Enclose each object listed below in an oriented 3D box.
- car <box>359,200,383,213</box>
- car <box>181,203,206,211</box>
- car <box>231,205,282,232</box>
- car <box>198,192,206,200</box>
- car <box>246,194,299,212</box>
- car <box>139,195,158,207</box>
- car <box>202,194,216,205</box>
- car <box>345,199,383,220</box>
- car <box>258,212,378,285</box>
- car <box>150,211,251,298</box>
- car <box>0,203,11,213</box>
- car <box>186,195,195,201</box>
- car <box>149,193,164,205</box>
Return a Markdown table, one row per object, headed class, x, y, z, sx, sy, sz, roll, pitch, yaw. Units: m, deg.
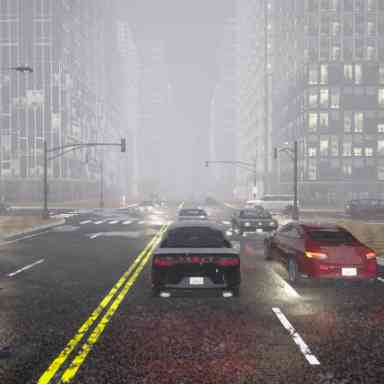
| class | x | y | z | sx | sy | sz | roll | pitch | yaw |
| --- | --- | --- | --- | --- | --- | --- | --- | --- | --- |
| car | 21.690 | 1.643 | 37.497 | 4.829 | 1.417 | 1.752 | 1 | 0 | 1 |
| car | 0.040 | 1.538 | 18.388 | 2.033 | 1.411 | 5.357 | 0 | 0 | 0 |
| car | 3.291 | 1.591 | 18.451 | 1.895 | 1.301 | 4.718 | 0 | 0 | 0 |
| car | 2.962 | 1.135 | 90.389 | 2.150 | 2.045 | 5.566 | 0 | 0 | 0 |
| car | 8.323 | 1.270 | 34.753 | 5.566 | 2.045 | 2.150 | 1 | 1 | -5 |
| car | -6.753 | 1.528 | 50.662 | 1.994 | 1.385 | 4.181 | 0 | 0 | 0 |
| car | 3.153 | 1.480 | 58.685 | 1.812 | 1.442 | 4.674 | 0 | 0 | 0 |
| car | 16.108 | 1.519 | 29.193 | 5.009 | 1.841 | 2.192 | 1 | 0 | 1 |
| car | 3.321 | 1.521 | 9.332 | 1.812 | 1.442 | 4.674 | 0 | 0 | 0 |
| car | 0.069 | 1.474 | 8.567 | 1.882 | 1.535 | 5.008 | 0 | 0 | 0 |
| car | -20.084 | 1.364 | 32.263 | 4.674 | 1.442 | 1.812 | 1 | 1 | 1 |
| car | -0.259 | 1.425 | 80.972 | 1.837 | 1.490 | 4.892 | 0 | 0 | 0 |
| car | -6.767 | 1.175 | 59.695 | 2.150 | 2.045 | 5.566 | 0 | 0 | 0 |
